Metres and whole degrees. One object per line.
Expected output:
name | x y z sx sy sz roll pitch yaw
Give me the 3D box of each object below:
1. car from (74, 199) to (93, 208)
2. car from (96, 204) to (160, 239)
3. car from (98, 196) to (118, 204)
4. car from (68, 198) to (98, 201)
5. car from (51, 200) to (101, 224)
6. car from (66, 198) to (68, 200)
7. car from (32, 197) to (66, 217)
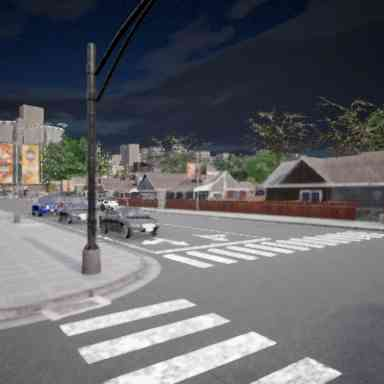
car | -18.558 1.970 56.992 1.812 1.442 4.674 0 0 -35
car | -3.552 1.625 18.479 2.128 1.511 4.902 0 0 -36
car | -12.591 1.588 48.524 2.150 2.045 5.566 0 0 -35
car | -15.356 1.721 46.831 2.097 1.767 4.553 0 0 -35
car | -9.509 1.709 26.980 2.128 1.511 4.902 0 0 -35
car | -21.201 1.797 55.100 2.097 1.767 4.553 0 0 -35
car | -15.633 1.523 35.712 2.150 2.045 5.566 0 0 -35
